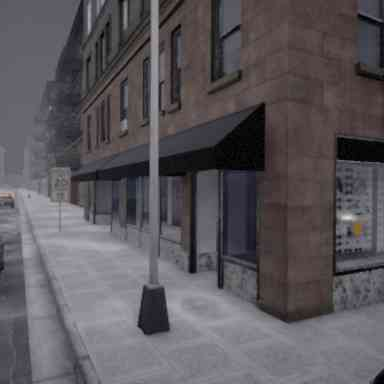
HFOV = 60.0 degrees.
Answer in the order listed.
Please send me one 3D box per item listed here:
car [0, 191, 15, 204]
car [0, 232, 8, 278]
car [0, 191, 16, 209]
[{"bbox_3d":[-23.883,0.663,42.817,1.882,1.535,5.008,0,1,-28],"label":"car"},{"bbox_3d":[-5.116,1.360,7.108,1.837,1.490,4.892,0,1,-28],"label":"car"},{"bbox_3d":[-18.990,0.854,33.602,2.128,1.511,4.902,0,1,-27],"label":"car"}]
